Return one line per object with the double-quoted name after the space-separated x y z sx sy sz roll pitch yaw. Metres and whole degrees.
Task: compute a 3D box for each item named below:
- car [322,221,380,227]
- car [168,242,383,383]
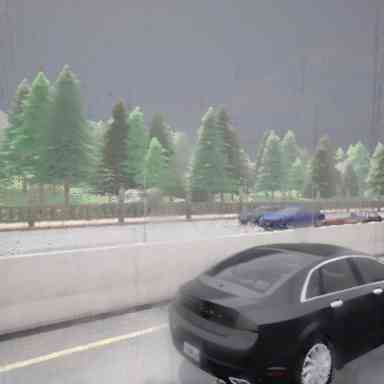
9.605 1.796 19.428 4.718 1.301 1.895 1 -1 -35 "car"
1.963 1.557 5.170 4.892 1.490 1.837 0 -1 -36 "car"
